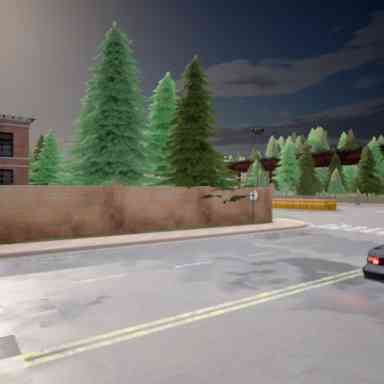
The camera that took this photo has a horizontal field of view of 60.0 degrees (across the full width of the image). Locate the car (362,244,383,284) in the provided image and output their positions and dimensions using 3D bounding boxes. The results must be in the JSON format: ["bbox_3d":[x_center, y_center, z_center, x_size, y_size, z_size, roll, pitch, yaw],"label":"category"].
[{"bbox_3d":[6.366,1.548,8.267,5.357,1.411,2.033,0,0,-35],"label":"car"}]
